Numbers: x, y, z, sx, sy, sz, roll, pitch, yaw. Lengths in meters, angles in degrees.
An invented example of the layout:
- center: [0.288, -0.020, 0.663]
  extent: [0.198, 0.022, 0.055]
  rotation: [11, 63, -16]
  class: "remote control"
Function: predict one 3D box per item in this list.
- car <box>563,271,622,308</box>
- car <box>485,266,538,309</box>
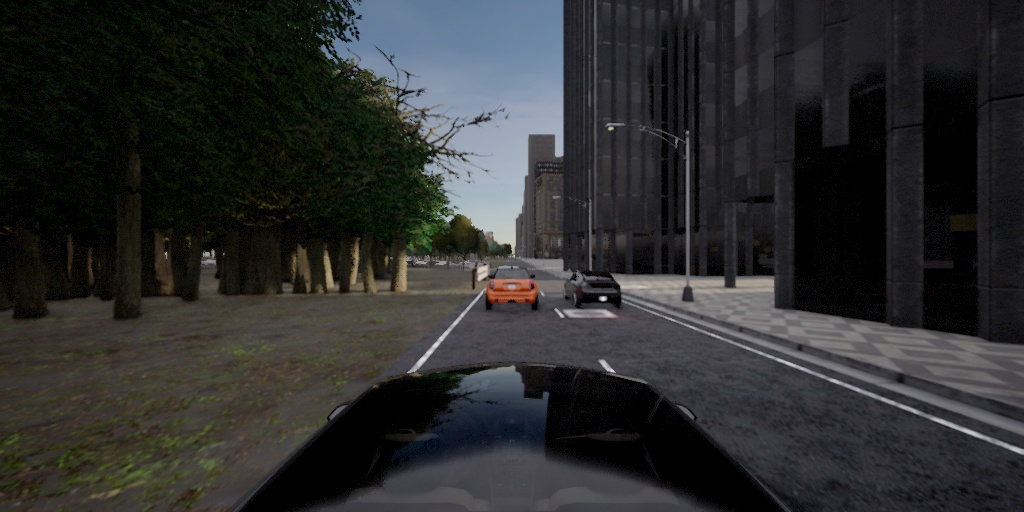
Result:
- center: [3.494, 1.390, 16.141]
  extent: [1.837, 1.490, 4.892]
  rotation: [0, 0, 0]
  class: "car"
- center: [-0.006, 1.230, 15.919]
  extent: [2.097, 1.767, 4.553]
  rotation: [0, -1, 0]
  class: "car"
